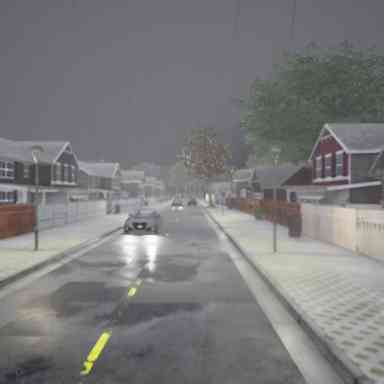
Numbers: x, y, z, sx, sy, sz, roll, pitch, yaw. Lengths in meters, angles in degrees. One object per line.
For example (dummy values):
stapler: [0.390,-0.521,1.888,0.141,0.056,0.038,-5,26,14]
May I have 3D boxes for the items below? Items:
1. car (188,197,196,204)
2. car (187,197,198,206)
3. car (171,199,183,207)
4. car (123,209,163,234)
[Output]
car: [0.045,2.043,80.261,1.837,1.490,4.892,0,-1,0]
car: [0.048,2.023,66.519,1.837,1.490,4.892,0,-2,0]
car: [-2.742,2.037,61.489,1.994,1.385,4.181,0,0,1]
car: [-2.837,1.708,20.122,1.994,1.385,4.181,0,0,0]
